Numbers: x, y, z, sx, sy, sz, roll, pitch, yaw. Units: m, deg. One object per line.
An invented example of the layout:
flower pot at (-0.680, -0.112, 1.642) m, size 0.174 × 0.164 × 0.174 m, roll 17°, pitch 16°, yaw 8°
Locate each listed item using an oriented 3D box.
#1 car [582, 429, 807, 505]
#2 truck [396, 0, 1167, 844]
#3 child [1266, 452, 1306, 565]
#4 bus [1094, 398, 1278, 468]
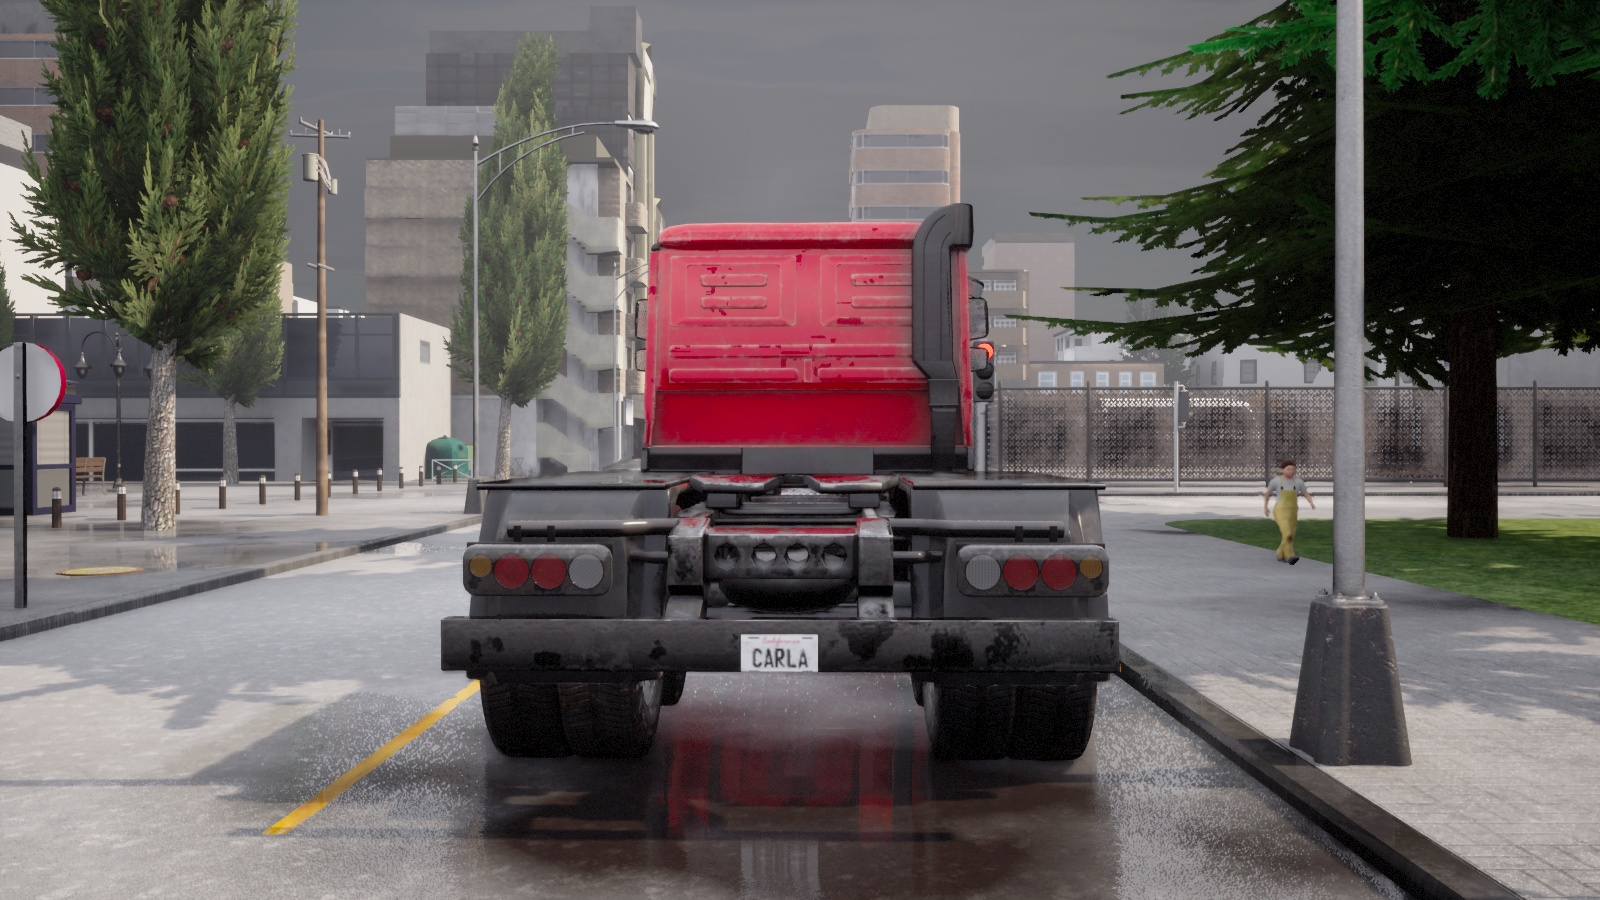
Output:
car at (-2.433, 0.355, 29.845) m, size 5.027 × 1.651 × 2.152 m, roll 0°, pitch 0°, yaw -41°
truck at (0.020, -0.284, 8.679) m, size 2.891 × 3.462 × 7.936 m, roll 0°, pitch 0°, yaw 1°
child at (5.566, 0.659, 14.385) m, size 0.270 × 1.263 × 0.437 m, roll 0°, pitch 0°, yaw -4°
bus at (23.857, -1.052, 78.208) m, size 10.273 × 4.253 × 3.944 m, roll 0°, pitch 0°, yaw 2°
